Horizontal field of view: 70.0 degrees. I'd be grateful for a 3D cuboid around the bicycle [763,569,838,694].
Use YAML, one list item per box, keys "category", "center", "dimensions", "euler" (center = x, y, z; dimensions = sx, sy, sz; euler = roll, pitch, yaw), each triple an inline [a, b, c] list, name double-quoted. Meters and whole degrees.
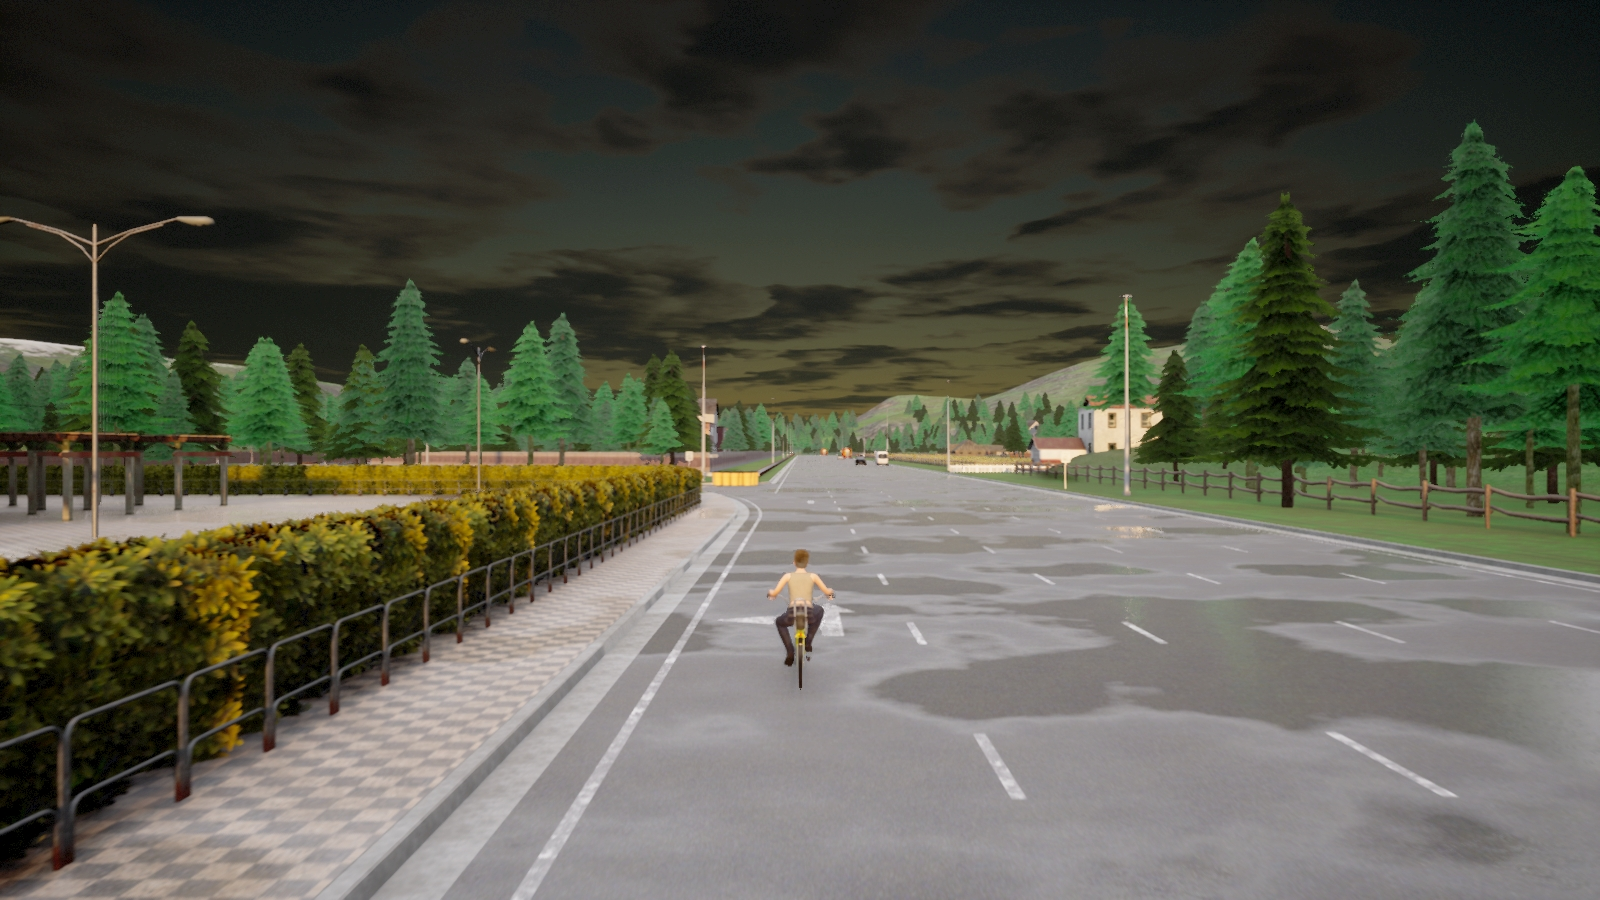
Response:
- category: "bicycle"
  center: [0.009, 2.158, 13.864]
  dimensions: [0.859, 1.276, 1.487]
  euler: [0, 0, 0]
